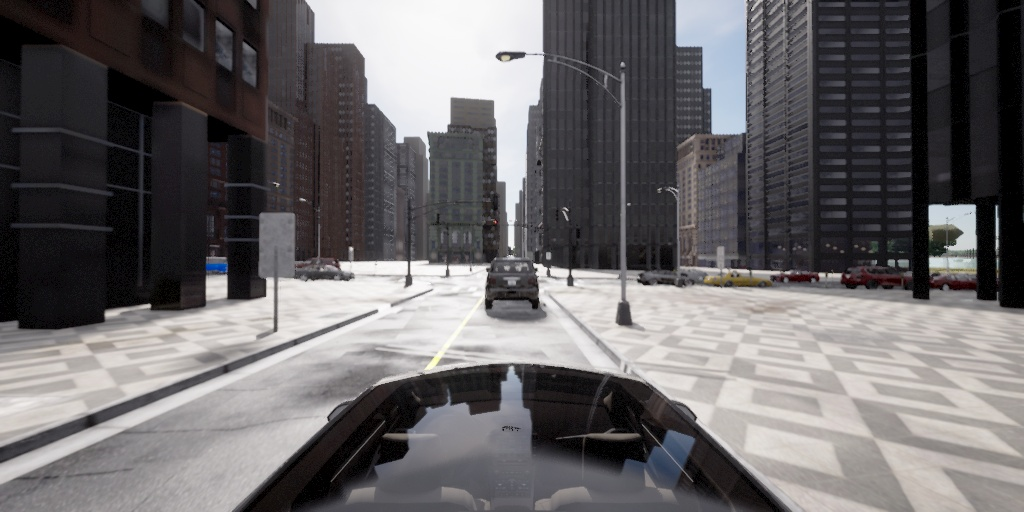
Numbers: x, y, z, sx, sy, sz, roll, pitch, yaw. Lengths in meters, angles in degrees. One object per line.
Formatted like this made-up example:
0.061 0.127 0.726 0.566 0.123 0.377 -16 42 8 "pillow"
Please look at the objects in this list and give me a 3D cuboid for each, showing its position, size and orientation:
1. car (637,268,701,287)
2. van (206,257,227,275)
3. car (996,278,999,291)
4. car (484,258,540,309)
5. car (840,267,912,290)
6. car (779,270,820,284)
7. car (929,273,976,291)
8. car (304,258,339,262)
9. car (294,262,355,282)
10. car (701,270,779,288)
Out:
12.135 1.779 28.474 4.313 1.339 1.948 0 0 0 "car"
-31.135 1.017 36.929 3.998 1.789 1.690 0 0 0 "van"
40.359 2.249 28.457 4.207 1.307 1.802 0 0 0 "car"
0.005 1.101 15.879 2.150 2.045 5.566 0 0 0 "car"
29.065 1.794 28.464 5.009 1.841 2.192 0 0 0 "car"
29.077 2.101 36.989 4.507 1.381 1.888 0 0 0 "car"
34.708 2.117 28.460 4.507 1.381 1.888 0 0 0 "car"
-20.216 1.136 36.923 5.009 1.841 2.192 0 0 0 "car"
-14.772 1.371 28.394 4.403 1.370 2.007 0 0 0 "car"
17.948 1.825 28.471 4.829 1.417 1.751 0 0 0 "car"
